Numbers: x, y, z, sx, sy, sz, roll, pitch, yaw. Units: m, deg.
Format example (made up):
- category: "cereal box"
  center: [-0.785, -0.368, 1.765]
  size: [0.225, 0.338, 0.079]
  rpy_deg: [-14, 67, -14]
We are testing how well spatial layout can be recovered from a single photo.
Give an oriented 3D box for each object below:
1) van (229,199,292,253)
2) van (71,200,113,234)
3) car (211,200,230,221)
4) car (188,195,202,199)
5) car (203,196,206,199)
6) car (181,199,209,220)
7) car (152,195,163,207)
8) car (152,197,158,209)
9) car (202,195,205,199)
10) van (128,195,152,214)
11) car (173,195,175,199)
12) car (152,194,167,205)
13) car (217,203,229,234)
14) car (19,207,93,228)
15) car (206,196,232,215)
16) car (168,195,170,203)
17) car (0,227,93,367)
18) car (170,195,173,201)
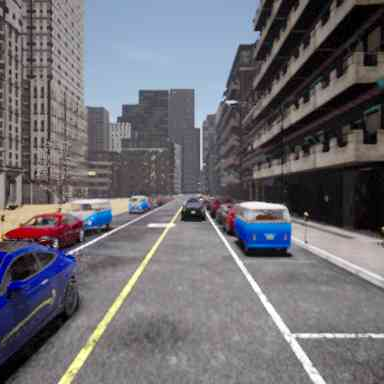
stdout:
- category: "van"
  center: [2.687, 1.333, 13.325]
  size: [1.690, 1.788, 3.998]
  rpy_deg: [0, 0, 0]
- category: "van"
  center: [-5.692, 1.330, 18.856]
  size: [1.690, 1.788, 3.998]
  rpy_deg: [0, 0, 0]
- category: "car"
  center: [2.691, 1.537, 24.381]
  size: [2.008, 1.369, 4.403]
  rpy_deg: [0, 0, 0]
- category: "car"
  center: [0.113, 1.490, 45.637]
  size: [1.837, 1.490, 4.892]
  rpy_deg: [0, 0, 0]
- category: "car"
  center: [2.695, 1.550, 40.963]
  size: [1.947, 1.339, 4.313]
  rpy_deg: [0, 0, 0]
- category: "car"
  center: [0.108, 1.549, 27.789]
  size: [1.994, 1.385, 4.181]
  rpy_deg: [0, 0, 0]
- category: "car"
  center: [-5.684, 1.535, 46.494]
  size: [2.008, 1.369, 4.403]
  rpy_deg: [0, 0, 0]
- category: "car"
  center: [-5.685, 1.566, 40.966]
  size: [1.802, 1.307, 4.206]
  rpy_deg: [0, 0, 0]
- category: "car"
  center: [2.698, 1.427, 57.547]
  size: [1.967, 1.590, 4.097]
  rpy_deg: [0, 0, 0]
- category: "van"
  center: [-5.688, 1.325, 35.438]
  size: [1.690, 1.788, 3.998]
  rpy_deg: [0, 0, 0]
- category: "car"
  center: [-5.677, 1.436, 79.660]
  size: [1.967, 1.590, 4.097]
  rpy_deg: [0, 0, 0]
- category: "car"
  center: [-5.685, 1.300, 52.022]
  size: [2.192, 1.841, 5.009]
  rpy_deg: [0, 0, 0]
- category: "car"
  center: [2.690, 1.534, 18.853]
  size: [1.887, 1.381, 4.507]
  rpy_deg: [0, 0, 0]
- category: "car"
  center: [-5.692, 1.537, 13.328]
  size: [1.887, 1.381, 4.507]
  rpy_deg: [0, 0, 0]
- category: "car"
  center: [2.690, 1.300, 29.909]
  size: [2.192, 1.841, 5.009]
  rpy_deg: [0, 0, 0]
- category: "car"
  center: [-5.680, 1.534, 63.077]
  size: [1.887, 1.381, 4.507]
  rpy_deg: [0, 0, 0]
- category: "car"
  center: [-3.080, 1.523, 4.731]
  size: [1.812, 1.442, 4.674]
  rpy_deg: [0, 0, 0]
- category: "car"
  center: [-5.679, 1.542, 68.604]
  size: [2.008, 1.369, 4.403]
  rpy_deg: [0, 0, 0]
